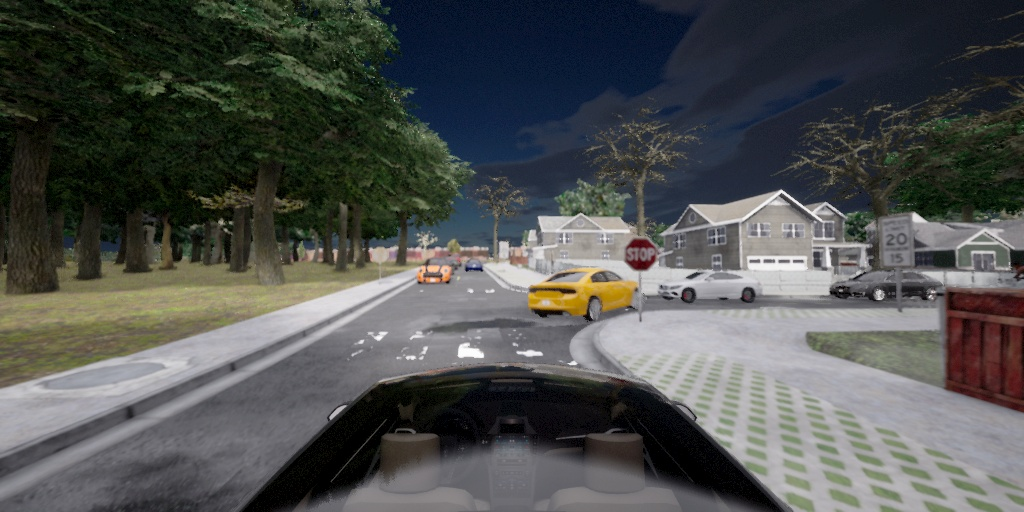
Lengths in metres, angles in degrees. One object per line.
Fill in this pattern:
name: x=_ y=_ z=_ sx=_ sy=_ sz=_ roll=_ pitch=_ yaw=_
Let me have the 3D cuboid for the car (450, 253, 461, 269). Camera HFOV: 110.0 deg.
car: x=-7.600 y=0.785 z=43.594 sx=2.097 sy=1.767 sz=4.553 roll=0 pitch=0 yaw=-7

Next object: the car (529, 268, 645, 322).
car: x=2.617 y=1.146 z=11.942 sx=1.882 sy=1.535 sz=5.008 roll=-4 pitch=-2 yaw=42

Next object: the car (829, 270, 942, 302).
car: x=18.405 y=1.454 z=17.739 sx=4.892 sy=1.490 sz=1.837 roll=0 pitch=-2 yaw=-7

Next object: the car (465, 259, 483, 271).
car: x=-4.374 y=1.020 z=41.157 sx=1.994 sy=1.385 sz=4.181 roll=0 pitch=0 yaw=-7

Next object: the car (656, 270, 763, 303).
car: x=9.120 y=1.372 z=16.630 sx=4.674 sy=1.442 sz=1.812 roll=1 pitch=-2 yaw=-7

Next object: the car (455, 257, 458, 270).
car: x=-6.406 y=1.060 z=33.862 sx=1.994 sy=1.385 sz=4.181 roll=0 pitch=0 yaw=-7

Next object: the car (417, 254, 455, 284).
car: x=-5.272 y=0.923 z=24.881 sx=2.097 sy=1.767 sz=4.553 roll=0 pitch=0 yaw=-7

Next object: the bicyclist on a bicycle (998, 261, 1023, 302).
bicyclist on a bicycle: x=16.715 y=0.995 z=11.655 sx=0.582 sy=1.620 sz=1.656 roll=1 pitch=-3 yaw=-7
